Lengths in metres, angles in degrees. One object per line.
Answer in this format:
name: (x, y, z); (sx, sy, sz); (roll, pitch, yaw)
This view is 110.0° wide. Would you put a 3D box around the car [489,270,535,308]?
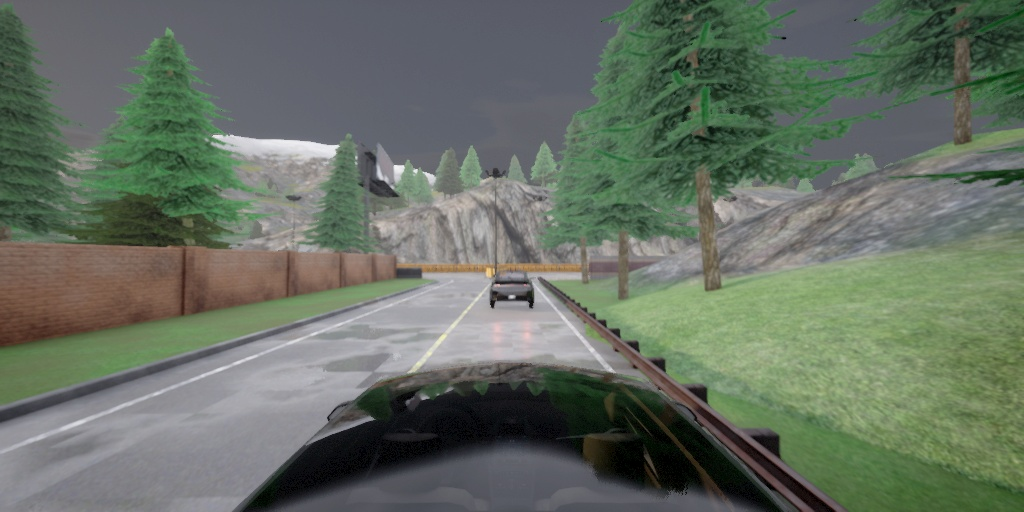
car: (-0.001, 1.377, 16.148); (2.128, 1.511, 4.902); (0, 0, 0)
